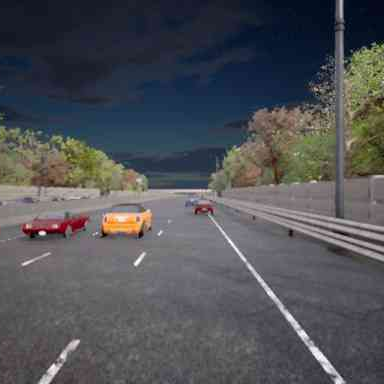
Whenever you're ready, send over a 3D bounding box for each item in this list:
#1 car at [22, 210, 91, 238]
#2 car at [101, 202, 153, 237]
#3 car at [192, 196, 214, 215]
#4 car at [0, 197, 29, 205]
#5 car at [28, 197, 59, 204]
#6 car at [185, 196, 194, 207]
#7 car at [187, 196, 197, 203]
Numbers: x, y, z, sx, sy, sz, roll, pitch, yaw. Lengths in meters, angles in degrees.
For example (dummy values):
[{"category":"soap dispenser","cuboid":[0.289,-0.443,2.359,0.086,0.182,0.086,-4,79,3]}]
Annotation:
[{"category":"car","cuboid":[-6.906,1.619,17.575,1.895,1.301,4.718,0,0,0]},{"category":"car","cuboid":[-3.409,1.371,18.235,2.097,1.767,4.553,0,0,0]},{"category":"car","cuboid":[1.211,1.530,34.919,1.882,1.535,5.008,0,0,0]},{"category":"car","cuboid":[-21.096,1.416,40.642,2.097,1.767,4.553,0,0,0]},{"category":"car","cuboid":[-17.600,1.571,40.626,1.837,1.490,4.892,0,0,0]},{"category":"car","cuboid":[-0.022,1.451,53.669,2.097,1.767,4.553,0,0,0]},{"category":"car","cuboid":[-0.031,1.693,73.663,2.033,1.411,5.357,0,0,0]}]
